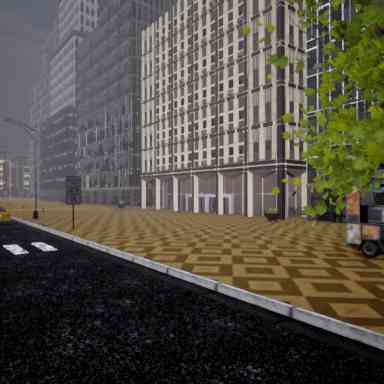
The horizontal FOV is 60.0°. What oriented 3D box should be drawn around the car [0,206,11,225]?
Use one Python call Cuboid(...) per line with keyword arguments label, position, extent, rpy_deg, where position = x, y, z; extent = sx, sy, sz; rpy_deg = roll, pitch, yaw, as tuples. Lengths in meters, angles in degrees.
Cuboid(label="car", position=(-13.899, 1.527, 23.329), extent=(1.752, 1.417, 4.829), rpy_deg=(0, 0, -38))
